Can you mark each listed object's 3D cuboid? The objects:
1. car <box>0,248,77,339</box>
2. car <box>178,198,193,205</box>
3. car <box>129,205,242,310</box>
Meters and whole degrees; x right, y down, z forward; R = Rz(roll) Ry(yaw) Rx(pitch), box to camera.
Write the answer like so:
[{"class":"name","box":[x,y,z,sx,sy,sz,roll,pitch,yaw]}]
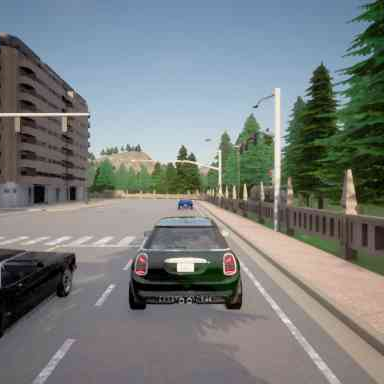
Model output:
[{"class":"car","box":[-3.545,1.601,5.618,1.895,1.301,4.718,0,0,-1]},{"class":"car","box":[-0.877,1.478,44.238,1.882,1.535,5.008,0,0,-1]},{"class":"car","box":[-0.130,1.352,7.990,2.097,1.767,4.553,0,0,0]}]
